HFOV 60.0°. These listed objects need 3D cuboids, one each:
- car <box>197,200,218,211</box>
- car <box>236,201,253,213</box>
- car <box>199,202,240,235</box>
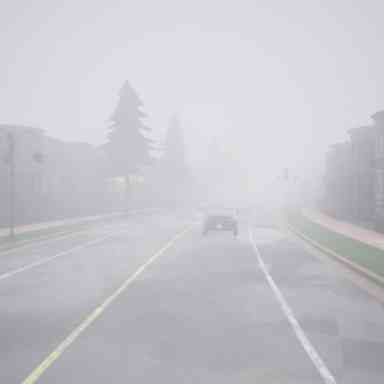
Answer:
[{"bbox_3d":[2.120,1.577,38.341,2.033,1.411,5.357,0,0,17],"label":"car"},{"bbox_3d":[5.801,1.642,37.732,1.895,1.301,4.718,0,0,16],"label":"car"},{"bbox_3d":[1.684,1.542,18.842,1.812,1.442,4.674,0,0,8],"label":"car"}]
